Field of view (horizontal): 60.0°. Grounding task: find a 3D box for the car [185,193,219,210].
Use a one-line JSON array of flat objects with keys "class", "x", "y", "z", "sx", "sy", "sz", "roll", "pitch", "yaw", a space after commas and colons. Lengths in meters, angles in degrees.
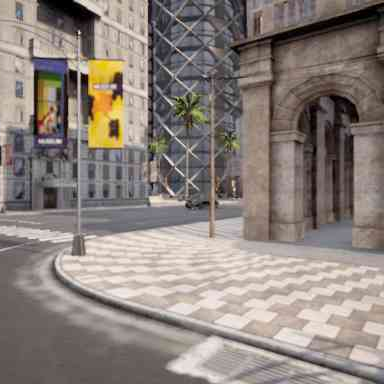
[{"class": "car", "x": 1.367, "y": 1.220, "z": 43.430, "sx": 2.150, "sy": 2.045, "sz": 5.566, "roll": 0, "pitch": 0, "yaw": 36}]
